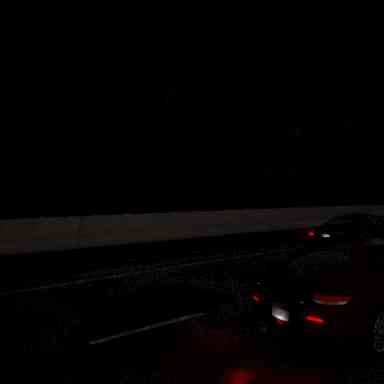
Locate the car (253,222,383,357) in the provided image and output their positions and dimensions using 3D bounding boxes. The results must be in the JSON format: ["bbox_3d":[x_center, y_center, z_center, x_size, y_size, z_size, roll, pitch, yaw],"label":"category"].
[{"bbox_3d":[3.114,1.525,5.986,4.674,1.442,1.812,0,0,-35],"label":"car"}]

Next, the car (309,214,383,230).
[{"bbox_3d":[6.599,1.546,12.627,5.357,1.411,2.033,0,0,-34],"label":"car"}]
